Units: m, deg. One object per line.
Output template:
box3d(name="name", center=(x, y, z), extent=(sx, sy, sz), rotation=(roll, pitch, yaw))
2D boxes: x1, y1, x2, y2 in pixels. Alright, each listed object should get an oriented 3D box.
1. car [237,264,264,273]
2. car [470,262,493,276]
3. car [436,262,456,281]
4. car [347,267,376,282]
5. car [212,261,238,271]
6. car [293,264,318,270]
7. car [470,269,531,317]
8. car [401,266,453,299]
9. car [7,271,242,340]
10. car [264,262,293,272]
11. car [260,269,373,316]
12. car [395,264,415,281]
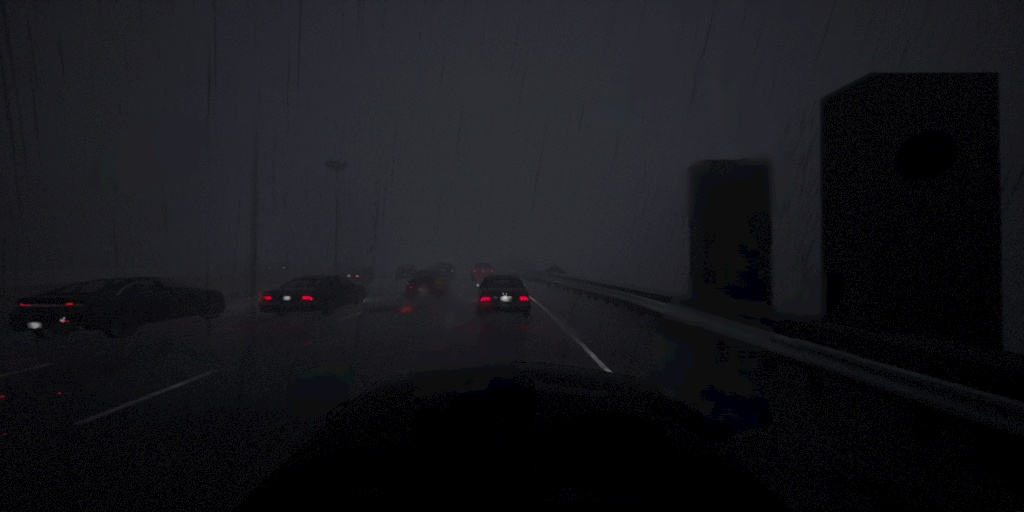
box3d(name="car", center=(-35.323, 1.801, 49.292), extent=(1.812, 1.442, 4.674), rotation=(0, -1, -16))
box3d(name="car", center=(-2.908, 1.391, 34.277), extent=(2.097, 1.767, 4.553), rotation=(0, 0, -9))
box3d(name="car", center=(-6.490, 1.405, 34.462), extent=(2.097, 1.767, 4.553), rotation=(0, 0, -10))
box3d(name="car", center=(-12.726, 1.579, 29.611), extent=(2.033, 1.411, 5.357), rotation=(0, 0, -9))
box3d(name="car", center=(-38.876, 1.636, 49.002), extent=(2.097, 1.767, 4.553), rotation=(0, -1, -16))
box3d(name="car", center=(-28.021, 1.776, 49.243), extent=(1.812, 1.442, 4.674), rotation=(0, -1, -16))
box3d(name="car", center=(-0.385, 1.402, 13.686), extent=(2.033, 1.411, 5.357), rotation=(0, 0, -4))
box3d(name="car", center=(-4.387, 1.440, 19.152), extent=(1.812, 1.442, 4.674), rotation=(0, -1, -5))
box3d(name="car", center=(-10.750, 1.352, 10.420), extent=(2.128, 1.511, 4.902), rotation=(0, -1, -3))
box3d(name="car", center=(-31.683, 1.616, 49.316), extent=(2.097, 1.767, 4.553), rotation=(0, -1, -16))
box3d(name="car", center=(-7.424, 1.428, 14.040), extent=(2.033, 1.411, 5.357), rotation=(0, 0, -4))
box3d(name="car", center=(-10.128, 1.546, 34.932), extent=(1.882, 1.535, 5.008), rotation=(0, -1, -10))
